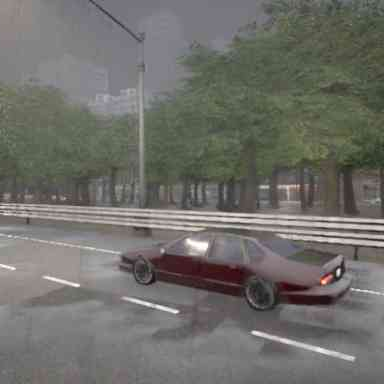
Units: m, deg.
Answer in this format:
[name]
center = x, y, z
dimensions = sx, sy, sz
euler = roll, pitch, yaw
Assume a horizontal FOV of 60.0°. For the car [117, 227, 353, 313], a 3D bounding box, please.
[car]
center = 0.690, 1.547, 7.678
dimensions = 5.357, 1.411, 2.033
euler = 0, 0, 36
